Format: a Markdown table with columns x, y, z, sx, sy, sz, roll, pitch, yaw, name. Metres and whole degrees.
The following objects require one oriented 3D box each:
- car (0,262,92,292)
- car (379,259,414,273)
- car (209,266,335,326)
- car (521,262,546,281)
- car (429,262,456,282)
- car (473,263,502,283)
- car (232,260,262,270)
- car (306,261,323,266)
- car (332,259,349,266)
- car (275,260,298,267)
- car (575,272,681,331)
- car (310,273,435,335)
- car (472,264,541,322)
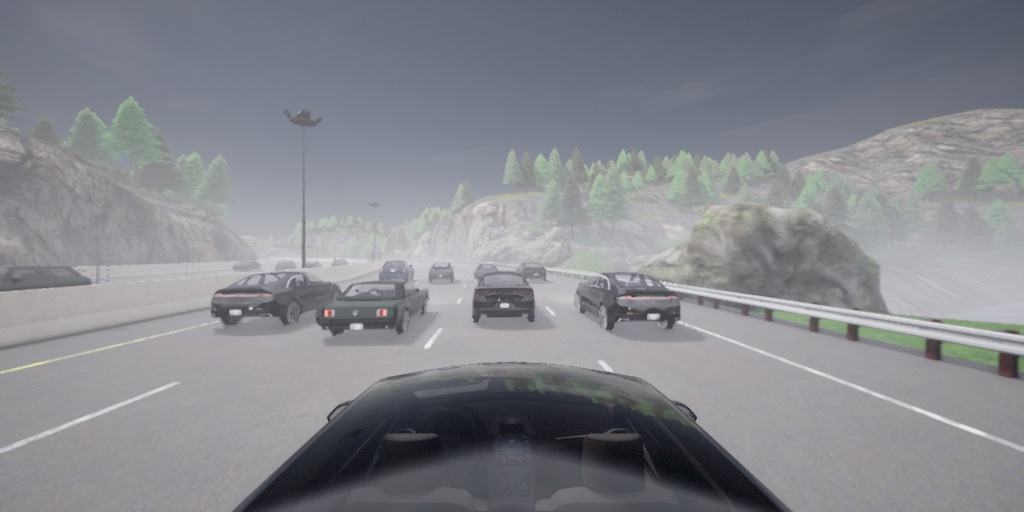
| x | y | z | sx | sy | sz | roll | pitch | yaw | name |
| --- | --- | --- | --- | --- | --- | --- | --- | --- | --- |
| -18.092 | 1.131 | 12.712 | 2.097 | 1.767 | 4.553 | 0 | 0 | -4 | car |
| -9.065 | 1.101 | 28.456 | 2.097 | 1.767 | 4.553 | 0 | 0 | -8 | car |
| -7.308 | 1.249 | 11.728 | 2.128 | 1.511 | 4.902 | 0 | 0 | -3 | car |
| 1.449 | 1.204 | 29.172 | 1.882 | 1.535 | 5.008 | 0 | 0 | -8 | car |
| -5.499 | 1.233 | 28.347 | 2.128 | 1.511 | 4.902 | 0 | 0 | -8 | car |
| -2.042 | 1.298 | 28.833 | 1.994 | 1.385 | 4.181 | 0 | 0 | -8 | car |
| -34.801 | 1.265 | 47.160 | 1.882 | 1.535 | 5.008 | 0 | 0 | -16 | car |
| -28.890 | 1.372 | 51.923 | 1.895 | 1.301 | 4.718 | 0 | 0 | -17 | car |
| -25.997 | 1.242 | 54.370 | 1.882 | 1.535 | 5.008 | 0 | 0 | -17 | car |
| -32.476 | 1.305 | 51.700 | 1.812 | 1.442 | 4.674 | 0 | 0 | -17 | car |
| 3.246 | 1.228 | 10.956 | 2.128 | 1.511 | 4.902 | 0 | 0 | -3 | car |
| -3.717 | 1.352 | 10.550 | 1.895 | 1.301 | 4.718 | 0 | 0 | -3 | car |
| -0.336 | 1.220 | 12.403 | 1.882 | 1.535 | 5.008 | 0 | 0 | -3 | car |
